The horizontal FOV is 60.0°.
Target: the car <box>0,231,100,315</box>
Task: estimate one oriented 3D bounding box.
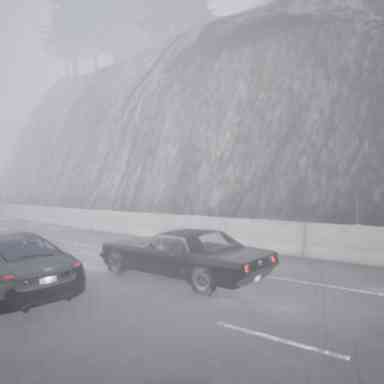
[{"bbox_3d":[-4.201,1.579,7.348,4.181,1.385,1.994,0,0,39],"label":"car"}]

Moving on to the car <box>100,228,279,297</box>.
[{"bbox_3d":[-0.311,1.618,8.705,4.718,1.301,1.895,0,0,38],"label":"car"}]
